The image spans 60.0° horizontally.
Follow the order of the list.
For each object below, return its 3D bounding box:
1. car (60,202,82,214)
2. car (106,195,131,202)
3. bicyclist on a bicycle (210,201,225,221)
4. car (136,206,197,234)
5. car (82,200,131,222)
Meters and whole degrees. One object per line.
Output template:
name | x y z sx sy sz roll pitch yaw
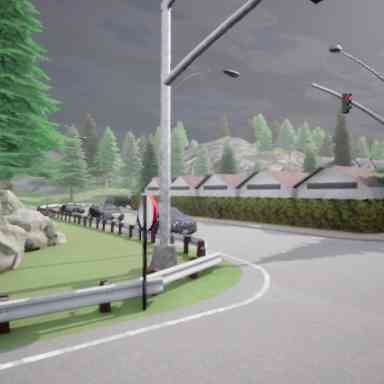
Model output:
car | -13.550 1.824 37.572 1.994 1.385 4.181 0 0 -33
car | -11.327 1.536 52.963 2.150 2.045 5.566 0 0 33
bicyclist on a bicycle | 2.182 1.608 27.872 1.656 1.620 0.582 0 0 -35
car | -1.633 1.610 20.287 2.097 1.767 4.553 0 0 -35
car | -7.419 1.750 28.542 2.128 1.511 4.902 0 0 -35
